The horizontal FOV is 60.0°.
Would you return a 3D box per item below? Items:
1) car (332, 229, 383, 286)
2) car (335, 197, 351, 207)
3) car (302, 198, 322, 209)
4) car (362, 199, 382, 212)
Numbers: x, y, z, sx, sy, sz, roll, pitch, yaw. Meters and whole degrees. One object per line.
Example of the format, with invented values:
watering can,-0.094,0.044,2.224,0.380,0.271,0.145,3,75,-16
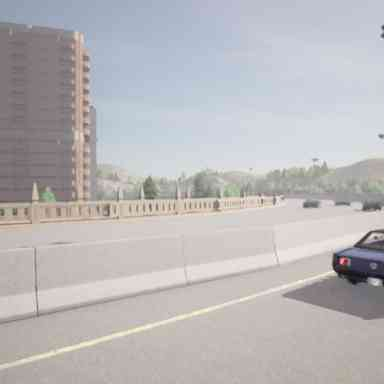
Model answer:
car,5.508,1.582,8.388,4.718,1.301,1.895,0,0,-41
car,22.373,1.470,49.458,1.994,1.385,4.181,0,0,22
car,15.788,1.524,43.678,1.895,1.301,4.718,0,0,28
car,20.384,1.523,37.563,1.895,1.301,4.718,0,0,30
